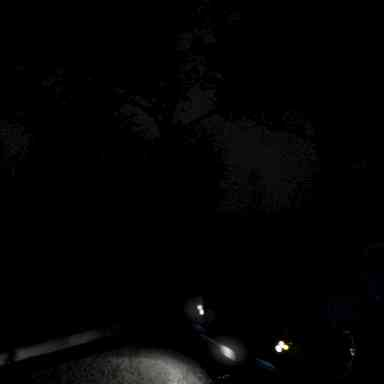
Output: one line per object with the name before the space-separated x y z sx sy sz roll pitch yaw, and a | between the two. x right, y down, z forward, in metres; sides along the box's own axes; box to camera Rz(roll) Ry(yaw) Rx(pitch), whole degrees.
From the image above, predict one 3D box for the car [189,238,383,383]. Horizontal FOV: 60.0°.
car | 2.578 1.532 5.564 5.357 1.411 2.033 0 0 -36
